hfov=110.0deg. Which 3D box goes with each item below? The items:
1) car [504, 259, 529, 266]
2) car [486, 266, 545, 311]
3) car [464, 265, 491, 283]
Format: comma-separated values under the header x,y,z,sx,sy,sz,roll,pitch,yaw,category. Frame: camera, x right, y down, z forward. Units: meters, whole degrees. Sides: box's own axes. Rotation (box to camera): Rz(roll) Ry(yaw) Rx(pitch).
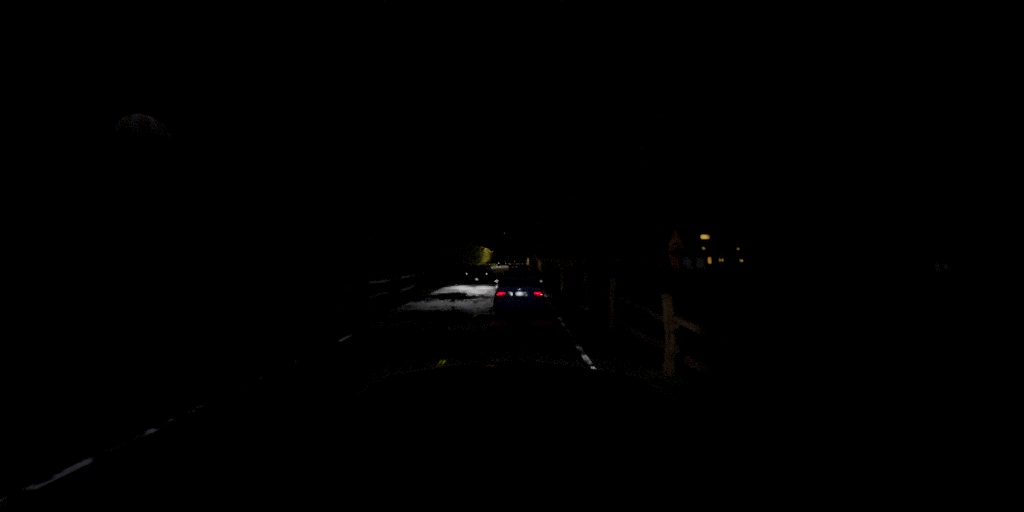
x,y,z,sx,sy,sz,roll,pitch,yaw,category
0.587,1.224,34.632,2.128,1.511,4.902,0,0,1,car
0.275,1.290,14.297,2.033,1.411,5.357,0,0,1,car
-2.466,1.333,27.517,1.895,1.301,4.718,0,0,1,car
